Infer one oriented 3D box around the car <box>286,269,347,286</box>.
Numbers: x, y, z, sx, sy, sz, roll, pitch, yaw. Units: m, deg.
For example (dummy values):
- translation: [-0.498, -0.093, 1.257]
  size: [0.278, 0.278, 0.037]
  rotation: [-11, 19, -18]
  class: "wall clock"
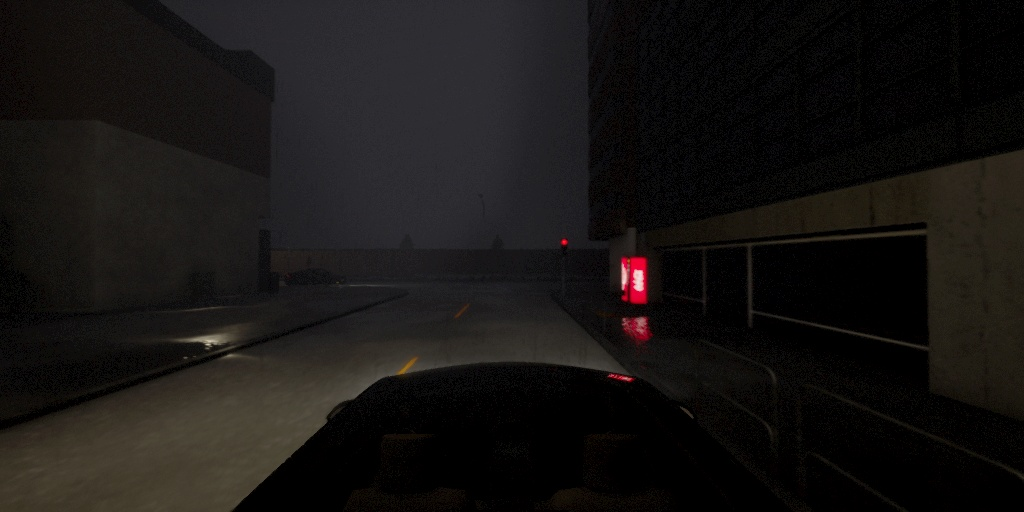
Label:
- translation: [-15.358, 1.698, 28.228]
  size: [4.181, 1.385, 1.994]
  rotation: [1, -1, 0]
  class: "car"
